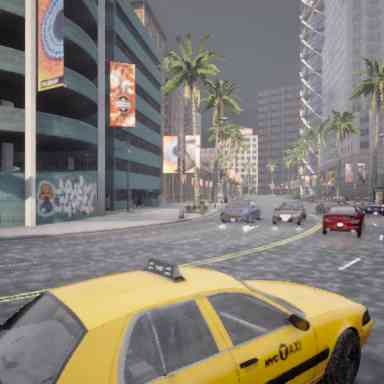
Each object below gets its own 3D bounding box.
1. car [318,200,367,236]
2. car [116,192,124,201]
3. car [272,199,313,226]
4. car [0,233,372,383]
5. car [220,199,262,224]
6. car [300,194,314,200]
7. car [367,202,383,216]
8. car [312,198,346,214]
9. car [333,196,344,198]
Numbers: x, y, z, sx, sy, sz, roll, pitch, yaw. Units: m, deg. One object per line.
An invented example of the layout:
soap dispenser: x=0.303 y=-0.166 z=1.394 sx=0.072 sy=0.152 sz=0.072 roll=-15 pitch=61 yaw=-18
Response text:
car: x=8.590 y=1.467 z=18.766 sx=1.882 sy=1.535 sz=5.008 roll=0 pitch=0 yaw=29
car: x=-11.626 y=0.978 z=53.577 sx=2.435 sy=2.045 sz=5.566 roll=0 pitch=0 yaw=10
car: x=6.976 y=1.478 z=23.439 sx=2.128 sy=1.511 sz=4.902 roll=0 pitch=0 yaw=25
car: x=-0.055 y=1.453 z=3.386 sx=5.366 sy=1.575 sz=1.801 roll=0 pitch=0 yaw=-39
car: x=3.728 y=1.333 z=24.764 sx=2.097 sy=1.767 sz=4.553 roll=0 pitch=0 yaw=25
car: x=29.243 y=1.301 z=83.729 sx=2.185 sy=1.767 sz=4.553 roll=0 pitch=0 yaw=10
car: x=16.832 y=1.584 z=31.888 sx=1.895 sy=1.301 sz=4.718 roll=0 pitch=0 yaw=11
car: x=13.433 y=1.545 z=32.740 sx=1.994 sy=1.385 sz=4.181 roll=0 pitch=0 yaw=11
car: x=24.054 y=1.449 z=54.816 sx=2.231 sy=1.521 sz=4.892 roll=0 pitch=0 yaw=10
